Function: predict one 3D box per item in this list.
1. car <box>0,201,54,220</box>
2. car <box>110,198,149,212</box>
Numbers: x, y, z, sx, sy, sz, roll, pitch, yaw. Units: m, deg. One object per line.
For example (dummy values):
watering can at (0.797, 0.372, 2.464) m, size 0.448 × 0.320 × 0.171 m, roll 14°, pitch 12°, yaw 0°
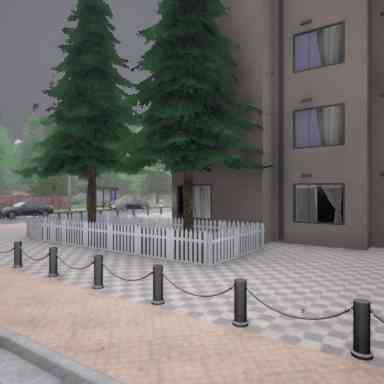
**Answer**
car at (-14.321, 1.510, 28.705) m, size 1.812 × 1.442 × 4.674 m, roll 0°, pitch 0°, yaw 37°
car at (-7.142, 1.476, 38.281) m, size 2.128 × 1.511 × 4.902 m, roll 0°, pitch 0°, yaw 37°
